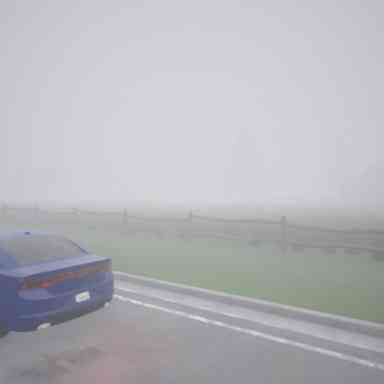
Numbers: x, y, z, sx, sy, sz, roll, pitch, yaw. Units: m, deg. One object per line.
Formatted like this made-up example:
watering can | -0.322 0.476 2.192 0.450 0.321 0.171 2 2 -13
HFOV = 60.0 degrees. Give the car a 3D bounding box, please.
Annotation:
car | -3.728 1.495 6.647 5.008 1.535 1.882 0 0 35
